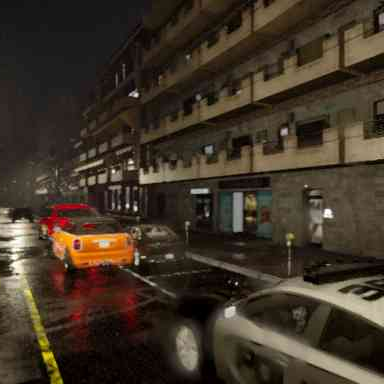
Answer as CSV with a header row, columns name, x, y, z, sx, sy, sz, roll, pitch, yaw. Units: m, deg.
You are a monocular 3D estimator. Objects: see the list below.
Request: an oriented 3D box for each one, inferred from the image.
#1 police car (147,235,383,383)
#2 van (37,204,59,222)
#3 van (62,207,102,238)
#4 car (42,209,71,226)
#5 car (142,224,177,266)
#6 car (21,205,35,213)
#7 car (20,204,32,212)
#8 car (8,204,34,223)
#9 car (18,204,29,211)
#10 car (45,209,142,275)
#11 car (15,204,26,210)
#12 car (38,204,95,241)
name,x,y,z,sx,sy,sz,roll,pitch,yaw
police car,1.480,1.548,3.512,1.930,1.638,5.238,2,-2,-30
van,-15.791,2.235,36.472,1.690,1.788,3.998,1,-2,-30
van,-7.406,1.904,22.187,1.690,1.788,3.998,1,-2,-30
car,-12.997,2.328,31.705,1.887,1.381,4.507,1,-2,-30
car,-1.817,1.898,12.657,2.008,1.369,4.403,1,-2,-30
car,-29.768,3.020,60.277,1.947,1.339,4.313,1,-2,-30
car,-32.648,3.097,65.186,1.752,1.417,4.829,1,-2,-30
car,-17.129,2.300,33.493,1.837,1.490,4.892,1,-2,-30
car,-35.445,3.213,69.948,1.752,1.417,4.829,1,-2,-30
car,-3.717,1.653,11.889,2.097,1.767,4.553,1,-2,-30
car,-40.949,3.461,79.325,1.887,1.381,4.507,1,-2,-30
car,-6.575,1.655,17.246,2.150,2.045,5.566,2,-2,-30
